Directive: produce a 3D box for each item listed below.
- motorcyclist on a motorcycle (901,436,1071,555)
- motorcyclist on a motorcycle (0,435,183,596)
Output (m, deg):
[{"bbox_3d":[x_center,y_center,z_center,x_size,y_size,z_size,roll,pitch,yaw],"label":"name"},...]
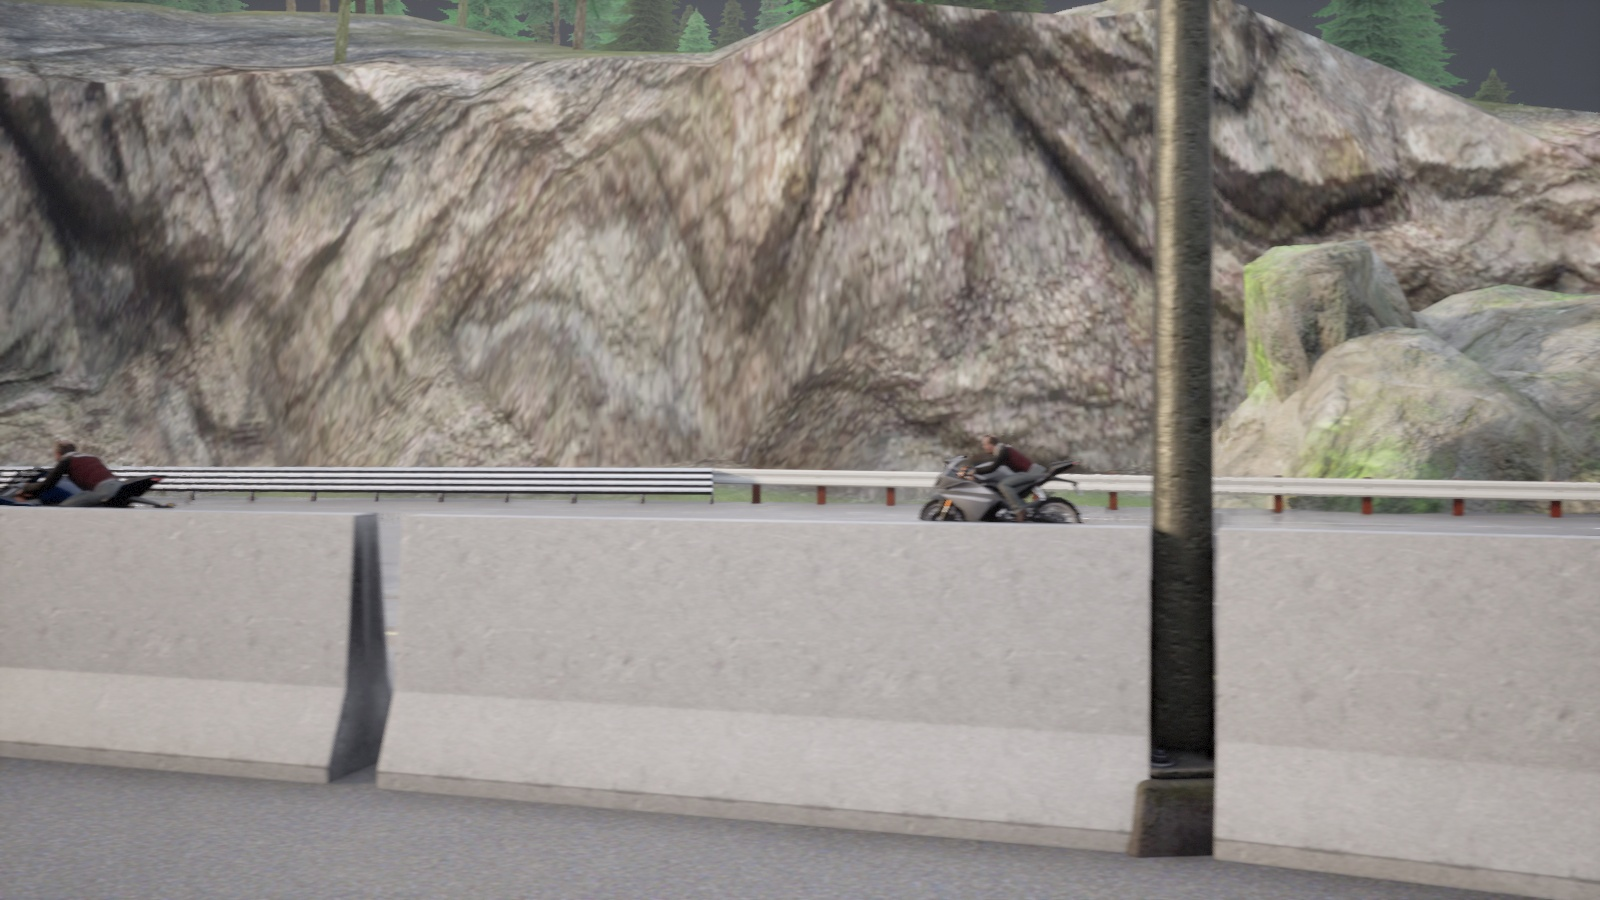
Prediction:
[{"bbox_3d":[2.548,0.589,17.166,2.191,1.530,0.866,0,2,18],"label":"motorcyclist on a motorcycle"},{"bbox_3d":[-7.550,0.624,12.822,2.191,1.530,0.866,0,2,15],"label":"motorcyclist on a motorcycle"}]
